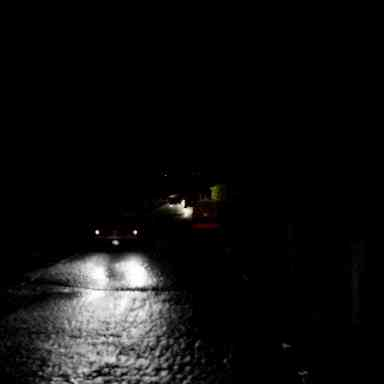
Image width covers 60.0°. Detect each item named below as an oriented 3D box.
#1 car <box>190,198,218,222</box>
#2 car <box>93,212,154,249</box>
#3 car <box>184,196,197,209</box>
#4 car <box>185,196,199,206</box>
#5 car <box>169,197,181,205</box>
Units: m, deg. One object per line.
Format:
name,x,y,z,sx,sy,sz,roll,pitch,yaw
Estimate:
car,0.965,1.463,26.104,1.882,1.535,5.008,0,0,0
car,-2.849,1.592,14.684,1.895,1.301,4.718,0,0,0
car,0.017,1.329,44.765,2.097,1.767,4.553,0,0,0
car,0.005,1.464,54.694,2.128,1.511,4.902,0,0,0
car,-2.789,1.519,57.042,2.033,1.411,5.357,0,0,1
